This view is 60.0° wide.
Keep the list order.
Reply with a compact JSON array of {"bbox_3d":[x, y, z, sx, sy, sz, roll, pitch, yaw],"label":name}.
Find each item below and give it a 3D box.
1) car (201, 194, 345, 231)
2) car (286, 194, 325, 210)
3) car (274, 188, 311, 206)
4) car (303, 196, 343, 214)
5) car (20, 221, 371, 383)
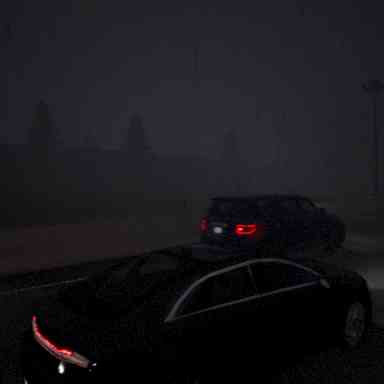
[{"bbox_3d":[2.745,1.071,10.680,5.566,2.045,2.150,-1,1,-40],"label":"car"},{"bbox_3d":[12.255,0.996,35.704,2.033,1.411,5.357,0,1,42],"label":"car"},{"bbox_3d":[12.568,0.610,41.245,2.150,2.045,5.566,0,0,42],"label":"car"},{"bbox_3d":[11.862,1.077,30.073,1.994,1.385,4.181,0,1,42],"label":"car"},{"bbox_3d":[0.499,1.440,4.364,4.902,1.511,2.128,-1,1,-37],"label":"car"}]
